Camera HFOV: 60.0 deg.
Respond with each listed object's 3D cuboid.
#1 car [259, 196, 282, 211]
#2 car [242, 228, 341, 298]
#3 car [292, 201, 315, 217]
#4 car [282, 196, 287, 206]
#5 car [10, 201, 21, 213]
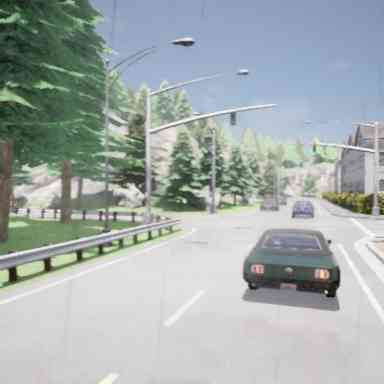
[{"bbox_3d":[9.000,1.415,38.352,1.812,1.442,4.674,0,0,19],"label":"car"},{"bbox_3d":[2.613,1.579,8.611,1.895,1.301,4.718,0,0,19],"label":"car"},{"bbox_3d":[10.114,1.481,30.287,2.033,1.411,5.357,0,0,19],"label":"car"},{"bbox_3d":[14.071,1.348,52.919,2.128,1.511,4.902,0,0,19],"label":"car"},{"bbox_3d":[-18.276,1.126,30.935,4.553,1.767,2.097,0,0,19],"label":"car"}]
